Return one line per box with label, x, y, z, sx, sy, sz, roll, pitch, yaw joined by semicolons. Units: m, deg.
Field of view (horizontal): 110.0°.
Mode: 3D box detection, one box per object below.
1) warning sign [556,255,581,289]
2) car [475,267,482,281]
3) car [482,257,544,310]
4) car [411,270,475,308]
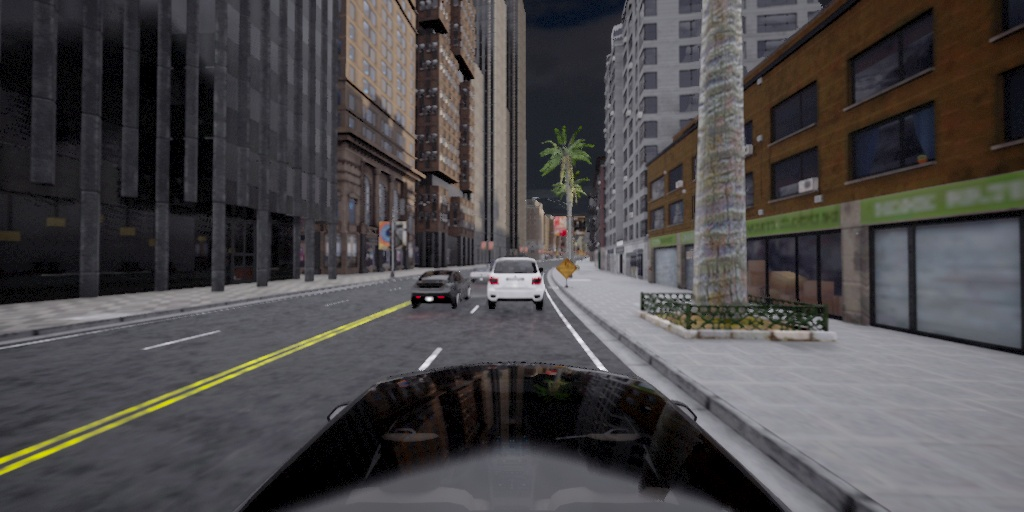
warning sign;3.284;1.026;21.506;1.300;1.860;1.060;0;0;3
car;-2.281;1.569;30.702;1.895;1.301;4.718;0;0;4
car;0.197;1.084;15.588;2.150;2.045;5.566;0;0;2
car;-3.038;1.378;15.977;1.837;1.490;4.892;0;0;2
